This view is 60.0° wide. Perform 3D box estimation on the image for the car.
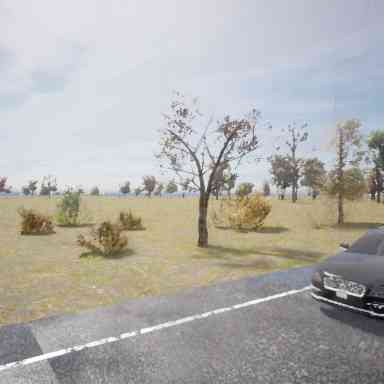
[{"bbox_3d":[4.553,1.506,7.043,4.892,1.490,1.837,0,0,-35],"label":"car"}]
